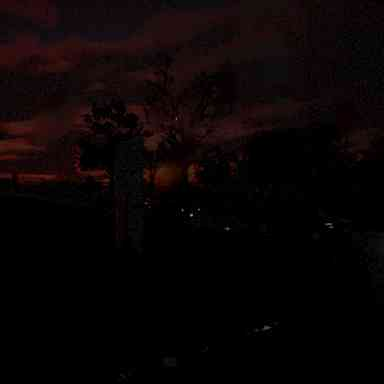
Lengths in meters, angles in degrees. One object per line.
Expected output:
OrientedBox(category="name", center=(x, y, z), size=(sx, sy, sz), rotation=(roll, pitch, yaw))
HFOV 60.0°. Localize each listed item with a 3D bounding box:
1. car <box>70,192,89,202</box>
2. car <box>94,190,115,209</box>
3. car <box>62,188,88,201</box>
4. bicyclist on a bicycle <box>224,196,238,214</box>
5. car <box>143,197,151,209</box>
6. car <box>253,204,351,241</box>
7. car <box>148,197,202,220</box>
OrientedBox(category="car", center=(-19.242, 0.807, 56.911), size=(1.812, 1.442, 4.674), rotation=(0, 1, -35))
OrientedBox(category="car", center=(-9.306, 0.794, 37.492), size=(2.150, 2.045, 5.566), rotation=(0, 1, -35))
OrientedBox(category="car", center=(-18.028, 0.317, 50.182), size=(2.150, 2.045, 5.566), rotation=(0, 1, -35))
OrientedBox(category="bicyclist on a bicycle", center=(3.457, 1.180, 29.601), size=(1.656, 1.620, 0.582), rotation=(0, 1, -35))
OrientedBox(category="car", center=(-4.309, 1.180, 35.453), size=(1.994, 1.385, 4.181), rotation=(0, 1, -35))
OrientedBox(category="car", center=(5.268, 1.370, 16.525), size=(1.882, 1.535, 5.008), rotation=(0, 1, -35))
OrientedBox(category="car", center=(-1.288, 1.350, 25.951), size=(1.895, 1.301, 4.718), rotation=(0, 1, -35))
